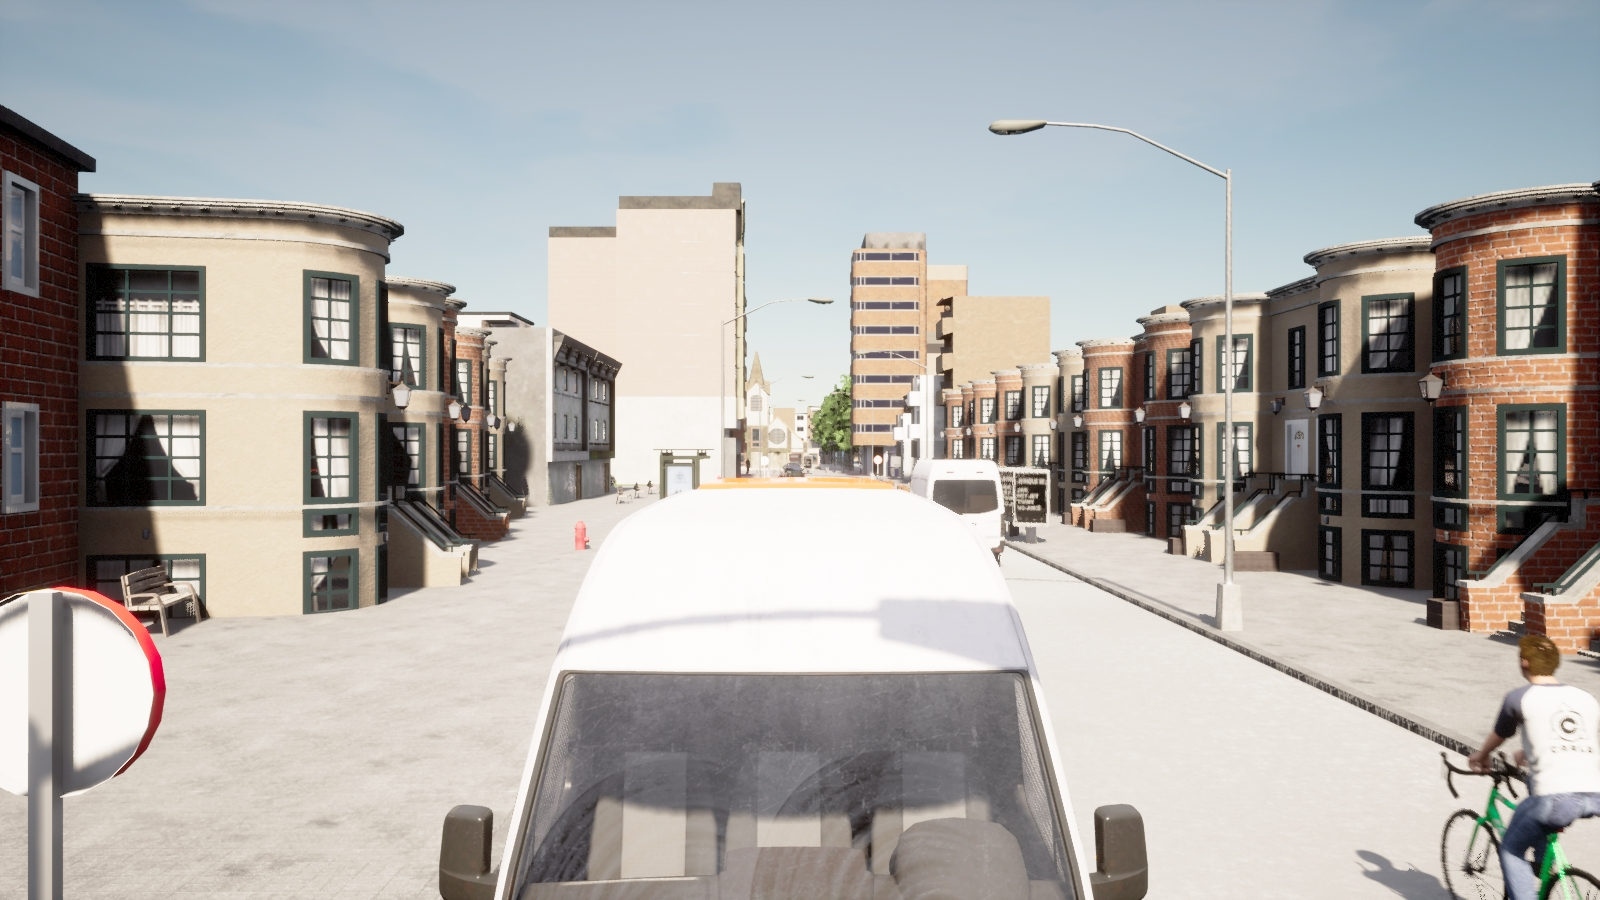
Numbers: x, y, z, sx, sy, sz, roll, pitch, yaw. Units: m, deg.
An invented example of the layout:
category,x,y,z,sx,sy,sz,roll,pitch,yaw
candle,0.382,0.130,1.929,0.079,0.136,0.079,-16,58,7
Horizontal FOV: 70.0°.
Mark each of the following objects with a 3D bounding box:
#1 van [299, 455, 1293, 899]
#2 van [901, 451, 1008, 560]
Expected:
category,x,y,z,sx,sy,sz,roll,pitch,yaw
van,-0.019,1.314,5.243,1.988,2.561,5.915,0,0,0
van,3.907,1.315,29.908,1.988,2.561,5.915,0,0,0
